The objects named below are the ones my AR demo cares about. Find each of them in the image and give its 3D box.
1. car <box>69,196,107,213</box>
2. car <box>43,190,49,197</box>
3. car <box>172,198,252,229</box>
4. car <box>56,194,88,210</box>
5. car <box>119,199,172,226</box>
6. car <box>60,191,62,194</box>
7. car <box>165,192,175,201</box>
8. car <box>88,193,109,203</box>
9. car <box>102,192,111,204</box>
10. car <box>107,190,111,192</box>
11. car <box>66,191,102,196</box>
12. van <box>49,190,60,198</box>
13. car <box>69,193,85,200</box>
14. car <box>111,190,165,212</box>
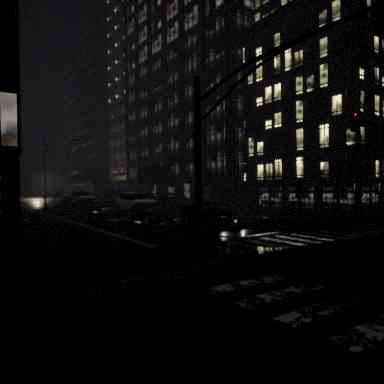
[{"bbox_3d":[-10.538,1.354,33.408,1.947,1.339,4.313,-1,1,-35],"label":"car"},{"bbox_3d":[-35.695,0.688,84.636,2.008,1.369,4.403,-1,1,-35],"label":"car"},{"bbox_3d":[1.105,1.382,21.071,2.128,1.511,4.902,-1,1,-35],"label":"car"},{"bbox_3d":[-13.743,1.289,38.052,2.008,1.369,4.403,-1,1,-35],"label":"car"},{"bbox_3d":[-2.905,1.455,22.389,2.008,1.369,4.403,-1,1,-35],"label":"car"},{"bbox_3d":[-26.086,0.733,70.704,1.967,1.590,4.097,-1,1,-35],"label":"car"},{"bbox_3d":[-3.665,0.963,38.196,2.192,1.841,5.009,-1,1,-35],"label":"car"},{"bbox_3d":[-15.965,0.919,56.809,1.882,1.535,5.008,-1,1,-35],"label":"car"},{"bbox_3d":[-13.824,1.115,48.264,2.033,1.411,5.357,-1,1,-34],"label":"car"},{"bbox_3d":[-12.037,0.733,51.049,2.150,2.045,5.566,-1,1,-35],"label":"car"},{"bbox_3d":[-14.074,0.881,43.099,2.150,2.045,5.566,-1,1,-35],"label":"car"},{"bbox_3d":[-32.492,0.531,79.989,1.690,1.788,3.998,-1,1,-35],"label":"van"},{"bbox_3d":[-22.883,0.889,66.061,1.887,1.381,4.507,-1,1,-35],"label":"car"},{"bbox_3d":[-5.005,1.022,29.924,2.150,2.045,5.566,-1,1,-35],"label":"car"}]
